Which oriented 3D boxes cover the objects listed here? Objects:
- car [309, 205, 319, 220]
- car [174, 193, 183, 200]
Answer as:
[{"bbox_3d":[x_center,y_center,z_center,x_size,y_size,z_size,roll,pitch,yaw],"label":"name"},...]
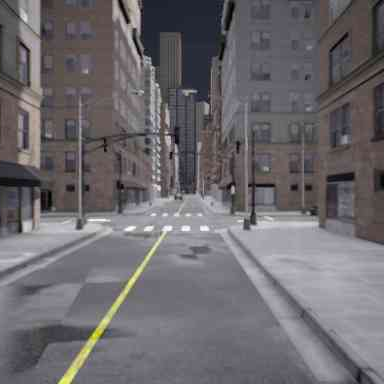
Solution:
[{"bbox_3d":[11.428,1.449,25.093,4.902,1.511,2.128,0,0,0],"label":"car"},{"bbox_3d":[-2.999,1.041,74.776,1.882,1.535,5.008,0,0,0],"label":"car"}]
